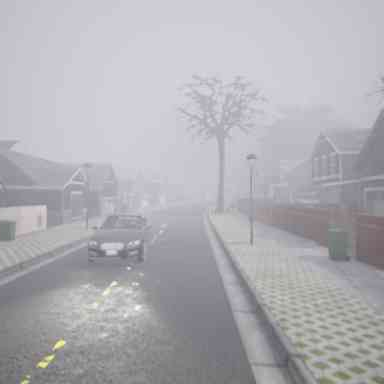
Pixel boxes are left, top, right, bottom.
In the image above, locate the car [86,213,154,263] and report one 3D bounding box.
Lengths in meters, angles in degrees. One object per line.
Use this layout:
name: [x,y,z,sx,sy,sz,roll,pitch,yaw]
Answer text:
car: [-2.505,1.588,12.480,2.128,1.511,4.902,0,-1,-2]
